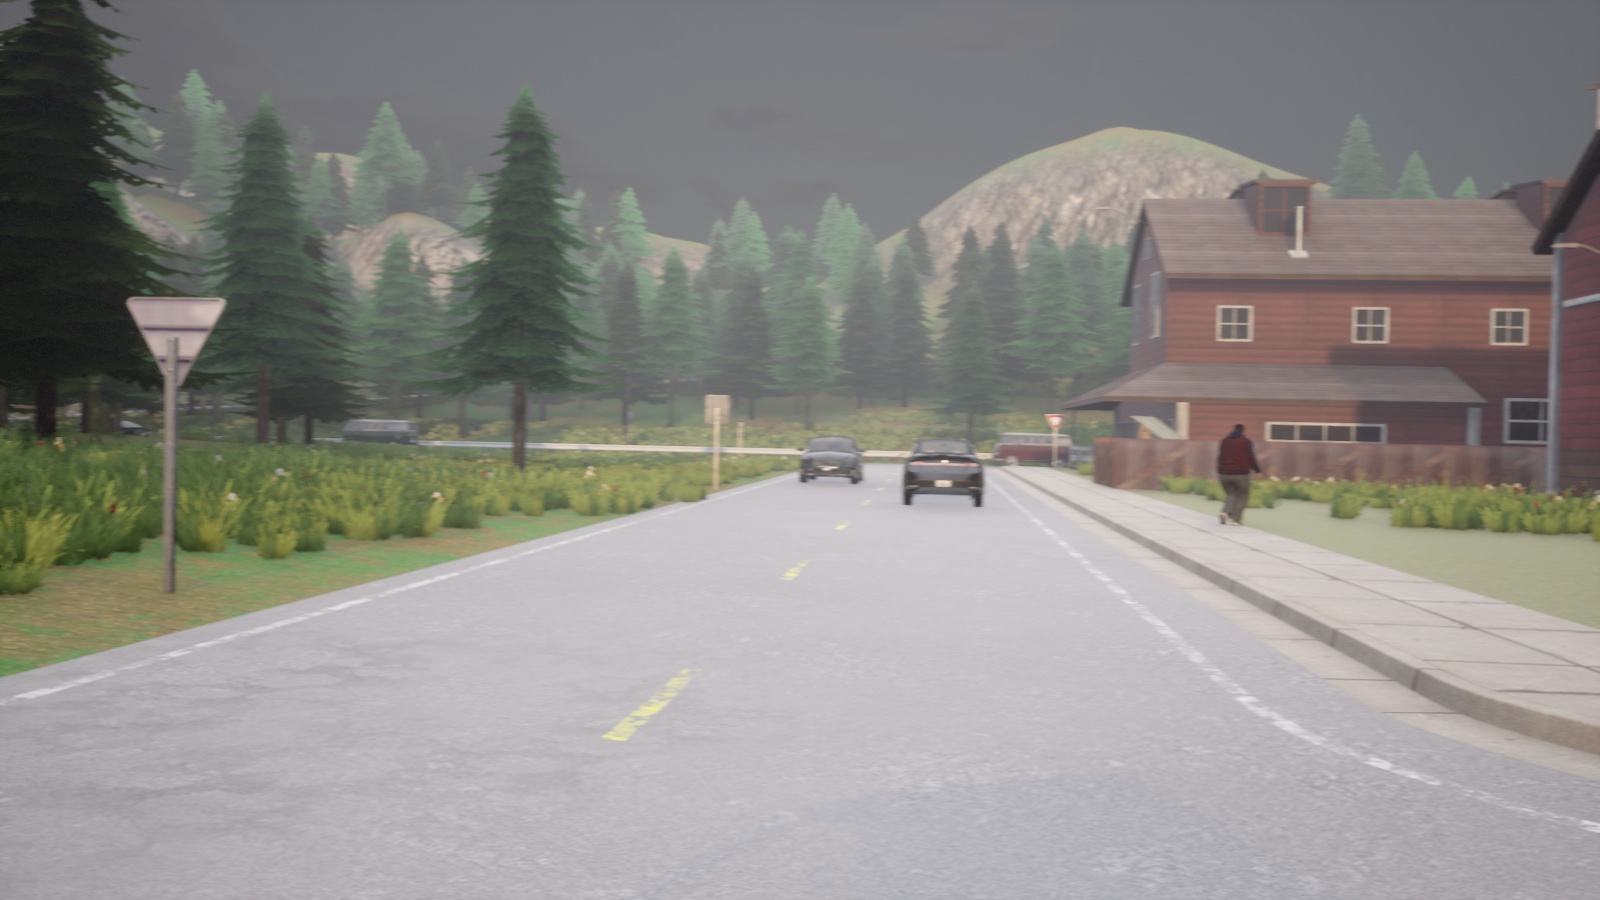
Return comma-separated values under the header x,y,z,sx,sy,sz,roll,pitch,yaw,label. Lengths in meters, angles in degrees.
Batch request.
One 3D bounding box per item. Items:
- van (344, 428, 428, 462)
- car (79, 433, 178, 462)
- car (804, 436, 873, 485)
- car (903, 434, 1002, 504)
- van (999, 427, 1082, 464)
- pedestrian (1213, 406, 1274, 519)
x,y,z,sx,sy,sz,roll,pitch,yaw,label
-24.732,-0.294,75.104,4.442,1.987,1.775,0,1,6,van
-39.124,-0.172,73.195,4.611,1.667,2.242,0,1,6,car
1.318,0.281,40.831,1.837,1.490,4.892,0,1,6,car
3.587,0.383,29.777,2.128,1.511,4.902,0,1,6,car
13.527,-0.254,70.821,4.442,1.987,1.775,1,0,6,van
7.441,0.200,21.065,0.634,1.844,0.899,1,1,44,pedestrian
